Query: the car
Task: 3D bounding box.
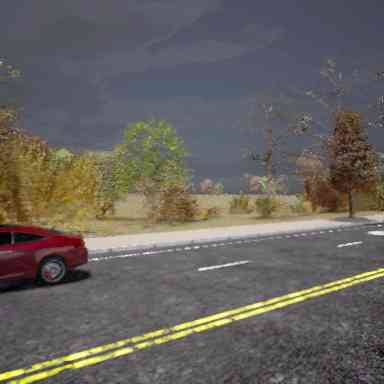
[{"bbox_3d":[-4.938,1.543,8.117,4.674,1.442,1.812,-1,0,-34],"label":"car"}]
